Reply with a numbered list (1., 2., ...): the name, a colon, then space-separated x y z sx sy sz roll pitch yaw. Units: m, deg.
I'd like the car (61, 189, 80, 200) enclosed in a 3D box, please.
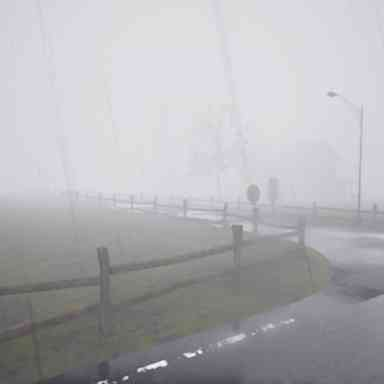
1. car: -18.364 0.346 50.222 2.128 1.511 4.902 1 1 -35
